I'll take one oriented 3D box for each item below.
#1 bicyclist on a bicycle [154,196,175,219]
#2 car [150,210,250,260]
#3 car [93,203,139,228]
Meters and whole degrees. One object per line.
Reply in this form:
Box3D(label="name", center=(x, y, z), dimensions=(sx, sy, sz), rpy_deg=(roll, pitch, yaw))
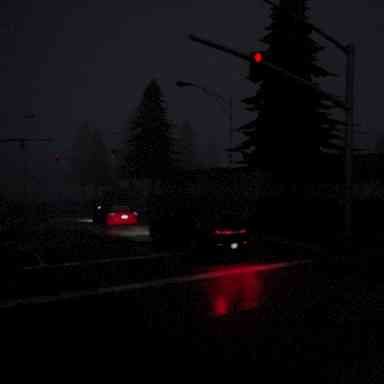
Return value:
Box3D(label="bicyclist on a bicycle", center=(-1.922, 1.135, 23.516), dimensions=(1.656, 1.620, 0.582), rpy_deg=(0, 0, -31))
Box3D(label="car", center=(0.072, 1.398, 12.317), dimensions=(2.128, 1.511, 4.902), rpy_deg=(1, 1, -31))
Box3D(label="car", center=(-4.867, 1.370, 20.962), dimensions=(1.994, 1.385, 4.181), rpy_deg=(0, 1, -30))
